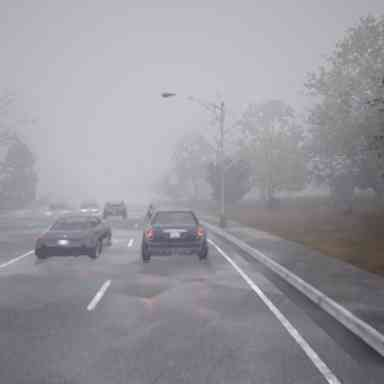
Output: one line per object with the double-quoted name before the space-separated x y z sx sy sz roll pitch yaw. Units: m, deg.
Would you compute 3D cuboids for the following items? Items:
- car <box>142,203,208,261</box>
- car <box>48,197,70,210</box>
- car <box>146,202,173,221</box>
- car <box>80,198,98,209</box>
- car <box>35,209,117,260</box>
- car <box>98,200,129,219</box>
"car" -0.703 1.324 12.319 2.097 1.767 4.553 0 0 -5
"car" -16.244 1.397 40.800 1.882 1.535 5.008 0 0 -12
"car" -2.757 1.537 27.379 1.895 1.301 4.718 0 0 -10
"car" -13.053 1.475 42.646 1.994 1.385 4.181 0 0 -12
"car" -4.218 1.541 12.428 1.994 1.385 4.181 0 0 -5
"car" -6.528 1.430 28.605 2.128 1.511 4.902 0 0 -10
